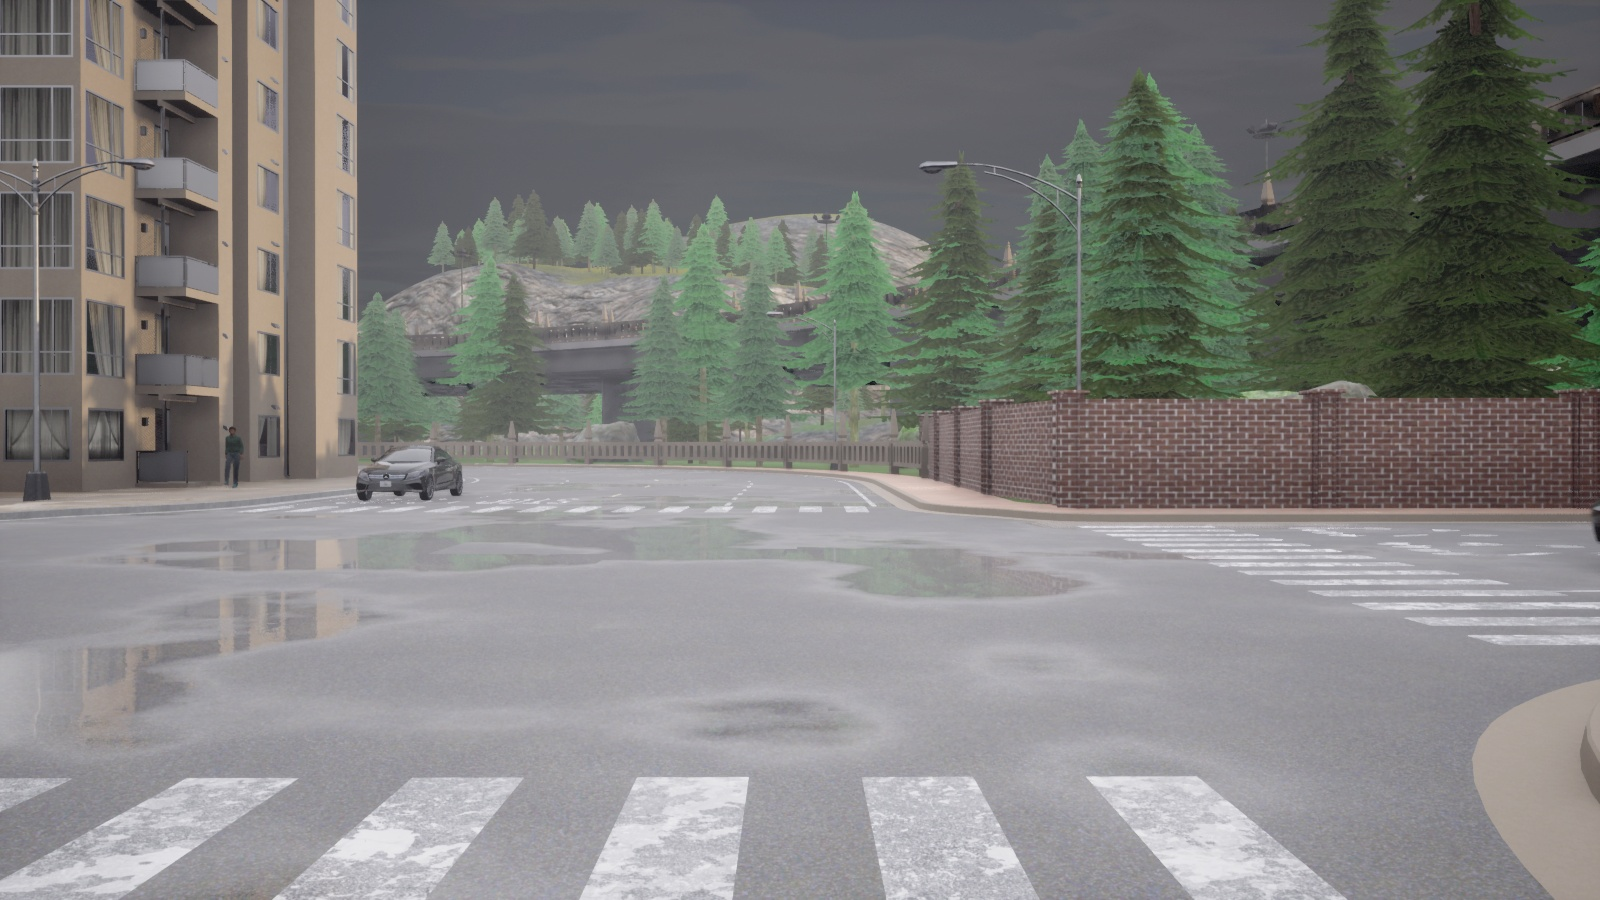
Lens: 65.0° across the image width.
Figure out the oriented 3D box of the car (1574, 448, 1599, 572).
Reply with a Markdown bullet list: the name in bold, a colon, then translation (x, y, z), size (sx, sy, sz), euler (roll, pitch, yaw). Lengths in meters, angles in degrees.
- **car**: translation (12.139, 0.733, 14.799), size (4.892, 1.490, 1.837), euler (0, 0, 0)

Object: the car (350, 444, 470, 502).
- **car**: translation (-10.497, 0.571, 34.132), size (1.812, 1.442, 4.674), euler (0, 0, 0)

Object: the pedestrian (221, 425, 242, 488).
- **pedestrian**: translation (-16.726, 0.178, 36.960), size (0.353, 1.847, 0.614), euler (0, 0, -3)
